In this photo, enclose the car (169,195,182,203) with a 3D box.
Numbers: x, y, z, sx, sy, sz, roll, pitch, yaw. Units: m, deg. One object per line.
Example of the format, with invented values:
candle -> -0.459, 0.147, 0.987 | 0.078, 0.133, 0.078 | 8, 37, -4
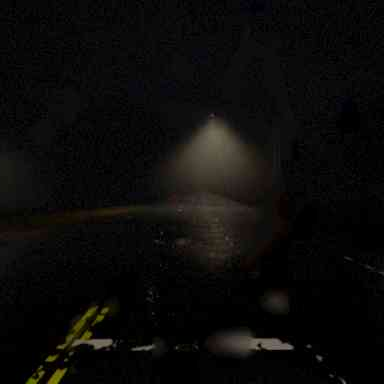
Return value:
car -> -2.617, 1.075, 53.715 | 1.895, 1.301, 4.718 | 0, 1, 2
